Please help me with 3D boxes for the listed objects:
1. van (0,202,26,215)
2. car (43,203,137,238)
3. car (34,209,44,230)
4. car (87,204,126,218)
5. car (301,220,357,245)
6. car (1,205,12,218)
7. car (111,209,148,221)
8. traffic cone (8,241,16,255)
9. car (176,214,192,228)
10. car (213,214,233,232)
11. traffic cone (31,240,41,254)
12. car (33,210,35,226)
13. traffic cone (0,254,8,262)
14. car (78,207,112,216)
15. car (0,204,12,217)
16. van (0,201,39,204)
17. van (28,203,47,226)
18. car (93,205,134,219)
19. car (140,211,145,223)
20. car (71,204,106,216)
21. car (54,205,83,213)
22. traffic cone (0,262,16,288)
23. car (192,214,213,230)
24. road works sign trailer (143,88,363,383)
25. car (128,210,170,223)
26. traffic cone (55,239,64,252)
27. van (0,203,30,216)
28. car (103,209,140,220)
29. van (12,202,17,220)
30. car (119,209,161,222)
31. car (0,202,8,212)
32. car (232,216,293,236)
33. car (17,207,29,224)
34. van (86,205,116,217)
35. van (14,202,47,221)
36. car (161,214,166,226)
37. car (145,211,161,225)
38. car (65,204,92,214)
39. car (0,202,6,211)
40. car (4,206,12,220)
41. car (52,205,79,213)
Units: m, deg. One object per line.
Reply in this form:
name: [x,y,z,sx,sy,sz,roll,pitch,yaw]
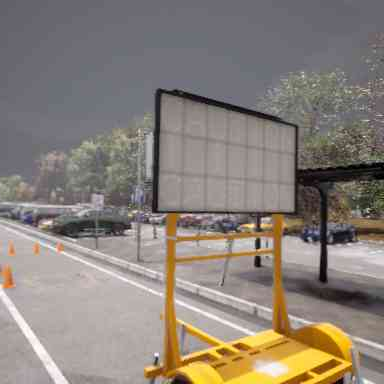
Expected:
van: [-28.932,2.664,52.532,4.442,1.987,1.878,3,-3,-37]
car: [-6.987,2.076,23.433,5.566,2.045,2.435,3,-3,-37]
car: [-8.815,2.368,25.559,5.366,1.575,1.946,3,-3,-37]
car: [-13.863,3.129,54.157,5.566,2.045,2.435,3,-3,-37]
car: [9.606,2.745,23.180,4.792,1.488,2.163,3,-3,-37]
car: [-20.551,2.760,41.291,4.674,1.452,2.002,3,-3,-37]
car: [-8.874,3.299,47.477,4.792,1.488,2.163,3,-3,-37]
traffic cone: [-7.794,2.403,14.379,0.340,0.580,0.340,3,-3,-37]
car: [1.234,2.974,34.246,5.008,1.535,2.097,3,-3,-37]
car: [4.612,2.902,29.842,4.792,1.488,2.163,3,-3,-37]
traffic cone: [-6.999,2.447,14.981,0.340,0.580,0.340,3,-3,-37]
car: [-10.363,2.472,27.902,4.674,1.452,2.002,3,-3,-37]
traffic cone: [-6.172,2.284,10.590,0.340,0.580,0.340,3,-3,-37]
car: [-17.104,3.444,58.663,5.366,1.575,1.946,3,-3,-37]
car: [-22.240,2.759,43.529,4.892,1.521,2.231,3,-3,-37]
van: [-23.844,2.573,45.839,4.442,1.987,1.878,3,-3,-37]
van: [-11.963,2.263,30.213,4.442,1.987,1.878,3,-3,-37]
car: [-12.229,3.092,51.913,5.566,2.045,2.435,3,-3,-37]
car: [-3.815,3.129,40.865,4.892,1.521,2.231,3,-3,-37]
car: [-18.901,3.219,60.787,5.566,2.045,2.435,3,-3,-37]
car: [-25.797,3.576,69.488,5.366,1.575,1.946,3,-3,-37]
traffic cone: [-4.964,2.247,8.997,0.340,0.580,0.340,3,-3,-37]
car: [2.915,2.924,32.038,4.892,1.521,2.231,3,-3,-37]
road works sign trailer: [0.398,0.679,4.322,2.380,3.560,2.880,3,-3,-37]
car: [-5.495,3.177,43.076,5.008,1.535,2.097,3,-3,-37]
traffic cone: [-6.204,2.491,15.584,0.340,0.580,0.340,3,-3,-37]
van: [-27.236,2.634,50.301,4.442,1.987,1.878,3,-3,-37]
car: [-10.512,3.339,49.728,4.792,1.488,2.163,3,-3,-37]
van: [-17.054,2.413,36.907,4.442,1.987,1.878,3,-3,-37]
car: [-7.025,3.229,45.402,5.366,1.575,1.946,3,-3,-37]
car: [-39.229,2.937,65.830,4.553,1.767,2.185,3,-3,-37]
car: [6.121,2.809,27.505,5.366,1.575,1.946,3,-3,-37]
car: [-13.762,2.535,32.361,5.008,1.535,2.097,3,-3,-37]
van: [-15.474,3.189,56.420,4.442,1.987,1.878,3,-3,-37]
van: [-15.544,2.356,34.537,4.442,1.987,1.878,3,-3,-37]
car: [-0.446,3.026,36.455,5.008,1.535,2.097,3,-3,-37]
car: [-2.147,2.825,38.654,5.566,2.045,2.435,3,-3,-37]
car: [-22.263,3.403,65.204,4.553,1.767,2.185,3,-3,-37]
car: [-40.925,2.967,68.062,4.553,1.767,2.185,3,-3,-37]
car: [-18.827,2.711,39.075,4.792,1.488,2.163,3,-3,-37]
car: [-27.325,3.618,71.814,4.892,1.521,2.231,3,-3,-37]
